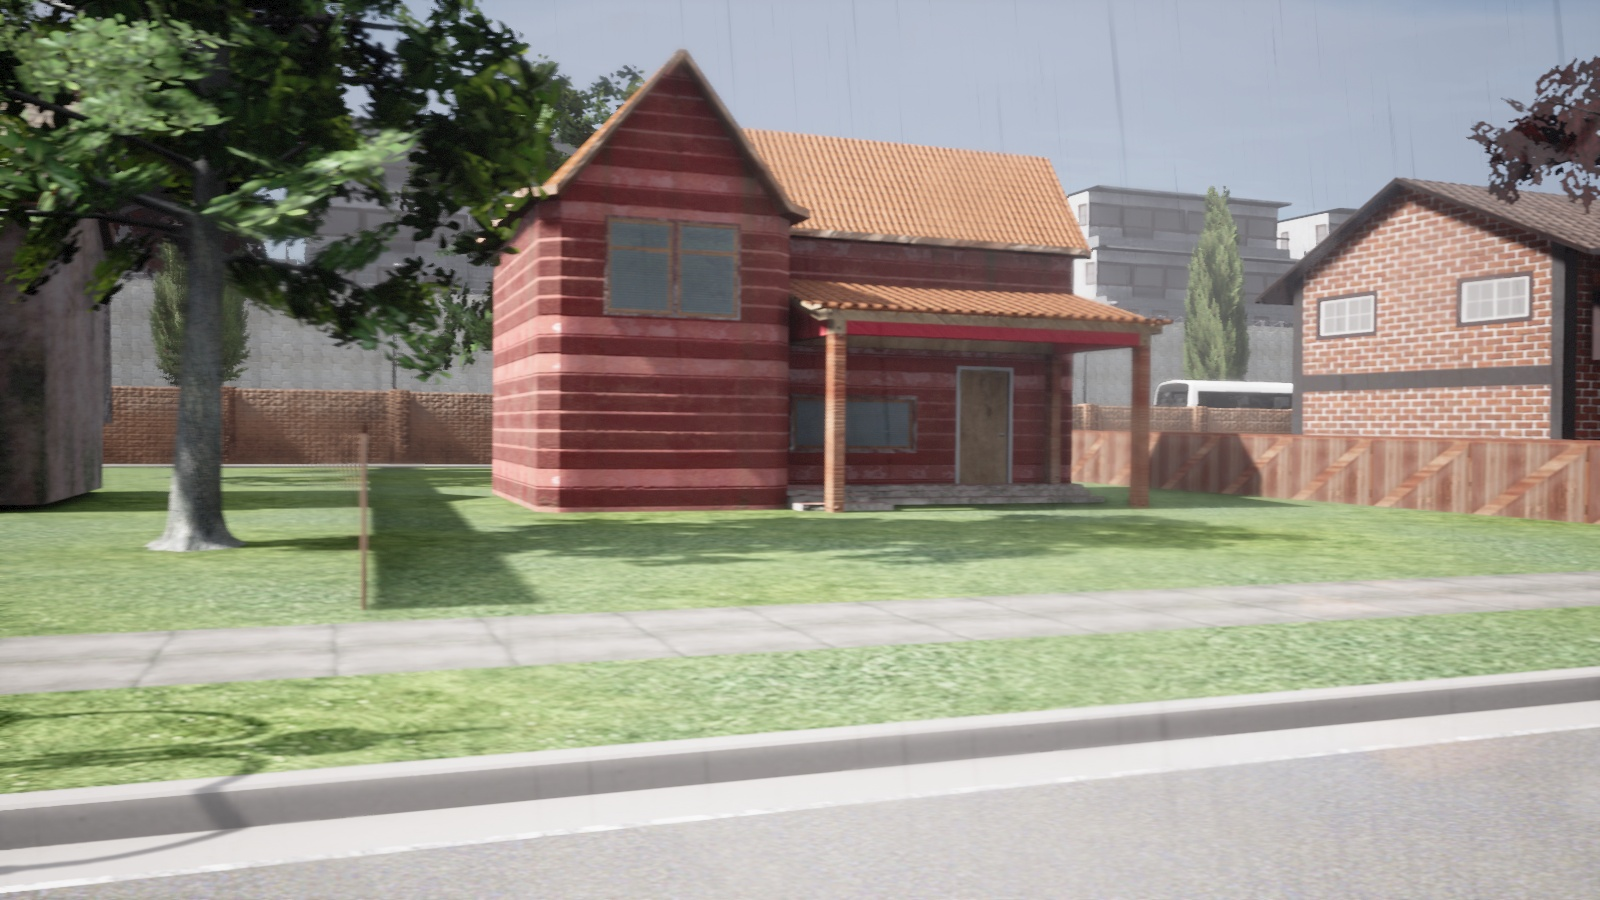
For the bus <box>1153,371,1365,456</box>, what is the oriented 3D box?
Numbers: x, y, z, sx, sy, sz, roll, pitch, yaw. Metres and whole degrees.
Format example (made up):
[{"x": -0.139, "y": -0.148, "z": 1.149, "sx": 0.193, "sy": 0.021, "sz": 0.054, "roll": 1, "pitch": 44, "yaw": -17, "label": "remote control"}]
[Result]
[{"x": 24.030, "y": -1.908, "z": 65.749, "sx": 10.273, "sy": 4.253, "sz": 3.944, "roll": -1, "pitch": 1, "yaw": -20, "label": "bus"}]
